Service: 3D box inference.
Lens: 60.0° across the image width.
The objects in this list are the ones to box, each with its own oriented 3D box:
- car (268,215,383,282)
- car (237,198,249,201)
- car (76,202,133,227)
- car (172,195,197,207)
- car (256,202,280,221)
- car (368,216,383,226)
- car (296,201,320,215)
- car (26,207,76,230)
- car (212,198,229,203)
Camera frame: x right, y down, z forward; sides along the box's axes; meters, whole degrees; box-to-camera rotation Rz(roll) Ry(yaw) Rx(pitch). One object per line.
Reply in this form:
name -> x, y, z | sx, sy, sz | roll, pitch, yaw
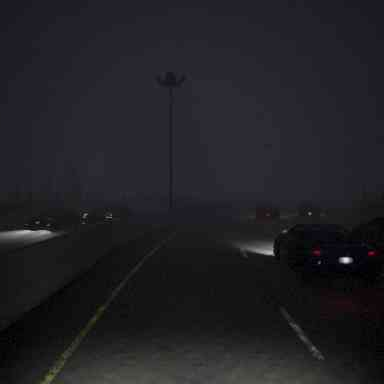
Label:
car -> 3.774, 1.617, 9.977 | 1.994, 1.385, 4.181 | 0, 0, 2
car -> 9.408, 1.847, 60.991 | 1.812, 1.442, 4.674 | -1, -1, 33
car -> -5.595, 1.483, 22.563 | 2.097, 1.767, 4.553 | 0, 0, 10
car -> -1.182, 1.565, 56.934 | 2.150, 2.045, 5.566 | -1, 0, 28
car -> 6.411, 1.611, 28.062 | 1.882, 1.535, 5.008 | 0, 0, 13
car -> 7.392, 1.564, 11.891 | 1.837, 1.490, 4.892 | 0, 0, 4
car -> 10.890, 1.638, 31.134 | 1.837, 1.490, 4.892 | -1, 0, 16
car -> -9.160, 1.698, 22.347 | 1.994, 1.385, 4.181 | 0, 0, 9
car -> 5.312, 1.871, 61.097 | 1.812, 1.442, 4.674 | -1, -1, 32
